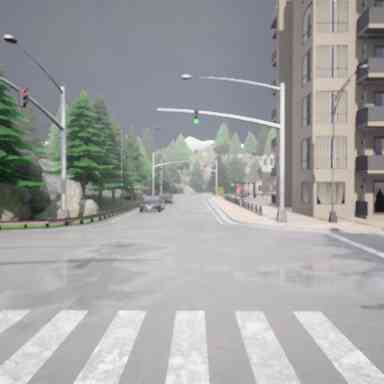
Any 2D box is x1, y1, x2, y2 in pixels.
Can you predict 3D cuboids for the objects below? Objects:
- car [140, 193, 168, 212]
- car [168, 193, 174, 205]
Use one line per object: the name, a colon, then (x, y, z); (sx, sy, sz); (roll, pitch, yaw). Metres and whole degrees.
car: (-3.560, 1.013, 30.294); (1.812, 1.442, 4.674); (0, 1, 1)
car: (-3.363, 0.816, 42.570); (2.033, 1.411, 5.357); (0, 1, 2)
